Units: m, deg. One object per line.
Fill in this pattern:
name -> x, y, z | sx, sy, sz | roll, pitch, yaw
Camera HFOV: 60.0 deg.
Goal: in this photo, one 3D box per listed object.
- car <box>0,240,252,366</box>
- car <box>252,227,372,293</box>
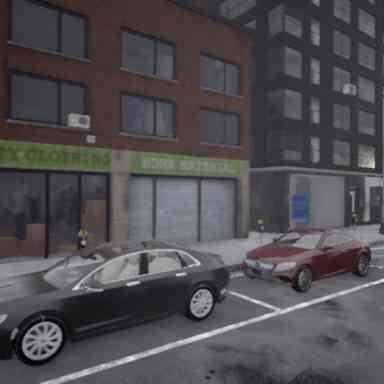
car -> -1.308, 1.562, 5.714 | 4.403, 1.369, 2.008 | 0, 0, -35
car -> 3.212, 1.622, 8.938 | 4.206, 1.307, 1.802 | 0, 0, -35
